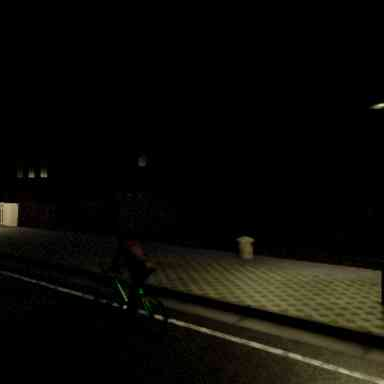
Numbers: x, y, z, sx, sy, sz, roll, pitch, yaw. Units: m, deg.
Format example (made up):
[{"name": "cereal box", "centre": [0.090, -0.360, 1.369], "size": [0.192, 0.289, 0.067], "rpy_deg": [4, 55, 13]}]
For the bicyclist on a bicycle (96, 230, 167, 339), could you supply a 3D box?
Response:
[{"name": "bicyclist on a bicycle", "centre": [-1.036, 1.457, 5.404], "size": [1.656, 1.620, 0.582], "rpy_deg": [0, 0, 36]}]
